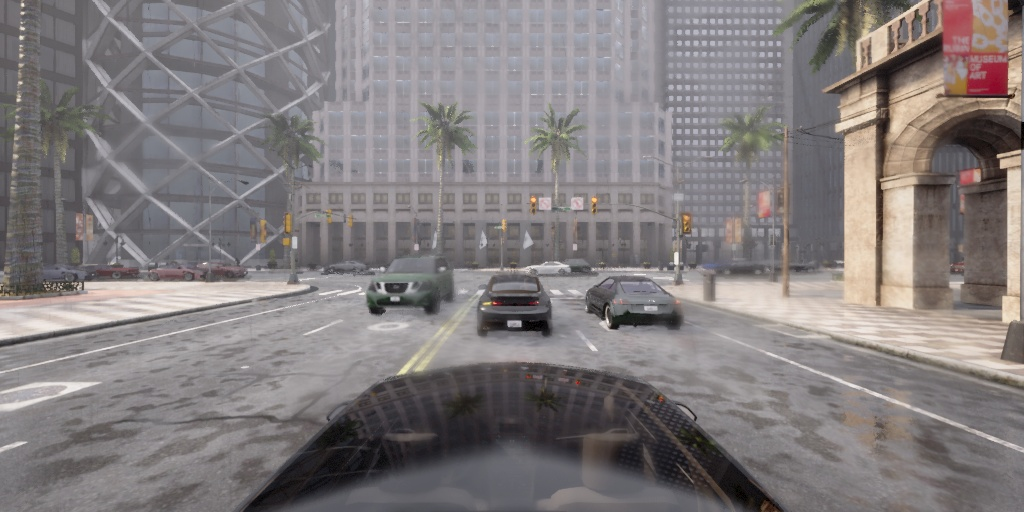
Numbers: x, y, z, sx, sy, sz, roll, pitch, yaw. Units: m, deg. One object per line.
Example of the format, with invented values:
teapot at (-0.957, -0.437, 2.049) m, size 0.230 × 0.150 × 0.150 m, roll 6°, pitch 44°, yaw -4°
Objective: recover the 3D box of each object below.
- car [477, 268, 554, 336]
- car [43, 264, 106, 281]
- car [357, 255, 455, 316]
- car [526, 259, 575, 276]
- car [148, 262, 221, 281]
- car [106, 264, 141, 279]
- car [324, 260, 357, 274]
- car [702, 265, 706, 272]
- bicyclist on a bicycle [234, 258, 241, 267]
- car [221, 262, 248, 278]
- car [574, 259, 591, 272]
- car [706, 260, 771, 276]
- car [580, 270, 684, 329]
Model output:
car at (0.076, 1.255, 10.349) m, size 1.837 × 1.490 × 4.892 m, roll 0°, pitch 0°, yaw 0°
car at (-35.241, 1.314, 27.821) m, size 4.181 × 1.385 × 1.994 m, roll 0°, pitch 0°, yaw -22°
car at (-3.596, 0.971, 13.810) m, size 2.150 × 2.045 × 5.566 m, roll 0°, pitch 0°, yaw 0°
car at (3.708, 1.275, 36.888) m, size 4.674 × 1.442 × 1.812 m, roll 0°, pitch 0°, yaw 0°
car at (-27.017, 1.314, 29.430) m, size 4.181 × 1.385 × 1.994 m, roll 0°, pitch 0°, yaw -4°
car at (-35.921, 1.351, 31.327) m, size 4.718 × 1.301 × 1.895 m, roll 0°, pitch 0°, yaw -19°
car at (-18.571, 1.241, 40.447) m, size 4.902 × 1.511 × 2.128 m, roll 0°, pitch 0°, yaw 0°
car at (24.084, 1.227, 40.330) m, size 5.008 × 1.535 × 1.882 m, roll 0°, pitch 0°, yaw 0°
bicyclist on a bicycle at (-35.756, 1.050, 46.654) m, size 0.582 × 1.620 × 1.656 m, roll 0°, pitch 0°, yaw -12°
car at (-26.958, 1.276, 32.928) m, size 4.674 × 1.442 × 1.812 m, roll 0°, pitch 0°, yaw -4°
car at (6.505, 1.103, 40.380) m, size 4.553 × 1.767 × 2.097 m, roll 0°, pitch 0°, yaw 0°
car at (23.174, 1.228, 36.832) m, size 5.008 × 1.535 × 1.882 m, roll -1°, pitch 0°, yaw 0°
car at (3.580, 1.314, 11.216) m, size 1.994 × 1.385 × 4.181 m, roll 0°, pitch 0°, yaw 0°
